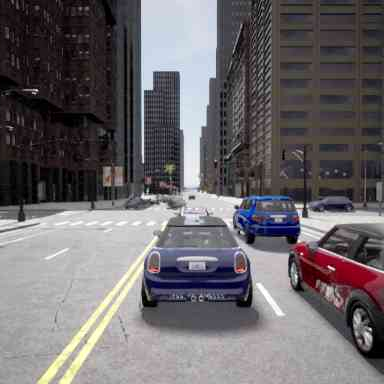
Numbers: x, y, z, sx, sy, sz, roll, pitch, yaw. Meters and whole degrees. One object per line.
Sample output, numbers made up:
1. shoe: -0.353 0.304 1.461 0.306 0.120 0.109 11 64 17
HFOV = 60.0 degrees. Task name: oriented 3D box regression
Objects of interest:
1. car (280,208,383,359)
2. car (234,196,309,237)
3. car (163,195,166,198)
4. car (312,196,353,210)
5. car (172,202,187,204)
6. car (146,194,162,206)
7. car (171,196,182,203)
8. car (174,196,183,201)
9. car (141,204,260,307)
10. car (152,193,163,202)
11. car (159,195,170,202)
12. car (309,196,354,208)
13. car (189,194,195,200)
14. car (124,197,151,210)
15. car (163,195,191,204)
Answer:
1. car: 3.344 1.349 6.152 2.097 1.767 4.553 0 0 0
2. car: 3.349 1.211 15.863 2.150 2.045 5.566 0 0 -2
3. car: -3.352 1.488 55.069 1.812 1.442 4.674 0 0 0
4. car: 16.670 1.323 39.608 4.097 1.590 1.967 0 1 0
5. car: 0.089 1.480 17.048 2.128 1.511 4.902 0 0 0
6. car: -6.601 1.527 55.564 1.994 1.385 4.181 0 0 0
7. car: -3.267 1.505 69.518 2.033 1.411 5.357 0 0 0
8. car: -3.269 1.550 80.865 1.895 1.301 4.718 0 0 0
9. car: 0.094 1.348 8.111 2.097 1.767 4.553 0 0 0
10. car: -6.519 1.308 69.018 2.097 1.767 4.553 0 0 0
11. car: -6.519 1.480 79.228 2.128 1.511 4.902 0 0 0
12. car: 15.344 1.277 36.907 4.553 1.767 2.097 0 1 -1
13. car: -0.021 1.456 92.264 1.837 1.490 4.892 0 0 0
14. car: -7.215 1.474 42.885 1.837 1.490 4.892 0 0 9
15. car: -1.970 1.494 42.332 1.812 1.442 4.674 0 0 -17
